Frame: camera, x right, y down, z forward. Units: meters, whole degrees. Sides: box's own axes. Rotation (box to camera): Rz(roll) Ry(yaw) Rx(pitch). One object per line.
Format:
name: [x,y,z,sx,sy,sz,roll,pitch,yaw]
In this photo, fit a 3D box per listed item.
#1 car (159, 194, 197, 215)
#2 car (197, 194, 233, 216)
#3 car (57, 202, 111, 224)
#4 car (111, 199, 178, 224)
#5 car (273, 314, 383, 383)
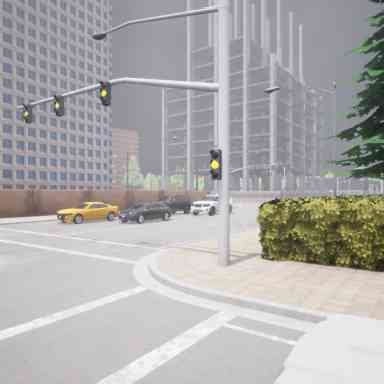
car: [-2.180,1.277,33.812,2.150,2.045,5.566,0,0,35]
car: [2.165,1.277,33.860,2.150,2.045,5.566,0,0,36]
car: [-7.950,1.533,25.723,1.882,1.535,5.008,0,0,35]
car: [-3.561,1.560,25.850,1.837,1.490,4.892,0,0,35]
car: [2.861,1.601,1.926,4.718,1.301,1.895,0,0,36]
